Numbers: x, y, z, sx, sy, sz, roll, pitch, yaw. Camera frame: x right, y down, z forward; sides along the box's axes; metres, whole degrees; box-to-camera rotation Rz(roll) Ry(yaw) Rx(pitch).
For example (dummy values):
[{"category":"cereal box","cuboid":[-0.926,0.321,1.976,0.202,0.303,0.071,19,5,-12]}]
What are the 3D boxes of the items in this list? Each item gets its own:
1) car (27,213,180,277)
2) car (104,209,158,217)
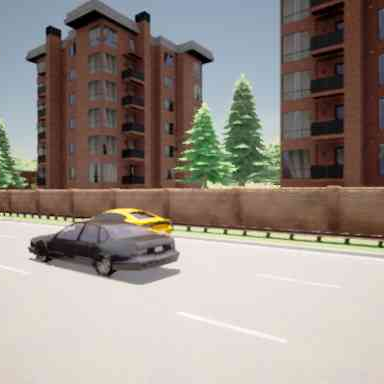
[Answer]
[{"category":"car","cuboid":[-2.911,1.561,10.294,5.357,1.411,2.033,0,0,36]},{"category":"car","cuboid":[-3.196,1.496,14.823,5.008,1.535,1.882,-1,0,36]}]
